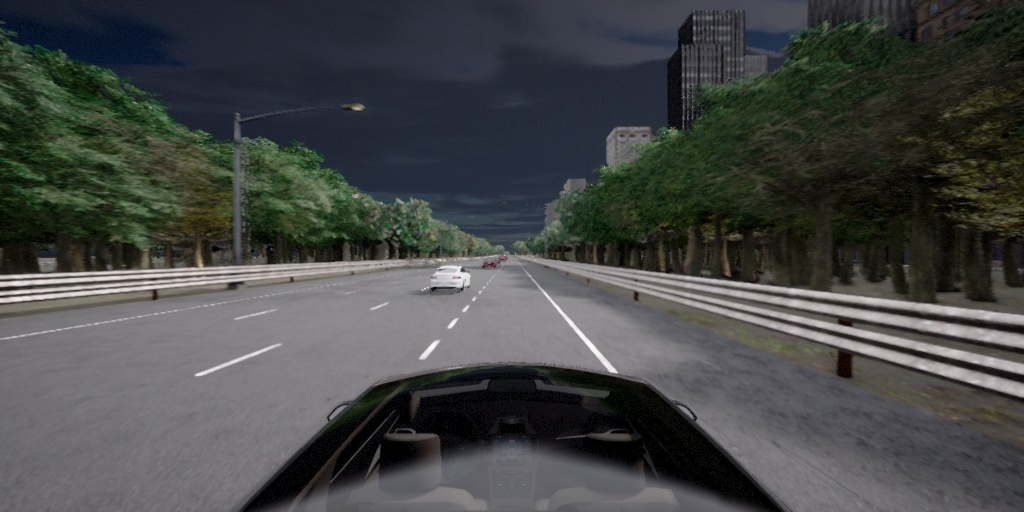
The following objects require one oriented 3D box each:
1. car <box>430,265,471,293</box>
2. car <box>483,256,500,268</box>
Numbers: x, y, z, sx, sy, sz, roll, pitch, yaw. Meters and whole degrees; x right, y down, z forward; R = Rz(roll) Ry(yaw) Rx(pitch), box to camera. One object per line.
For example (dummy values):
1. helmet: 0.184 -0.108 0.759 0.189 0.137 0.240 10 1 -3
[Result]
1. car: -3.495 1.267 20.839 1.812 1.442 4.674 0 0 0
2. car: -3.486 1.040 57.907 2.097 1.767 4.553 0 0 0
